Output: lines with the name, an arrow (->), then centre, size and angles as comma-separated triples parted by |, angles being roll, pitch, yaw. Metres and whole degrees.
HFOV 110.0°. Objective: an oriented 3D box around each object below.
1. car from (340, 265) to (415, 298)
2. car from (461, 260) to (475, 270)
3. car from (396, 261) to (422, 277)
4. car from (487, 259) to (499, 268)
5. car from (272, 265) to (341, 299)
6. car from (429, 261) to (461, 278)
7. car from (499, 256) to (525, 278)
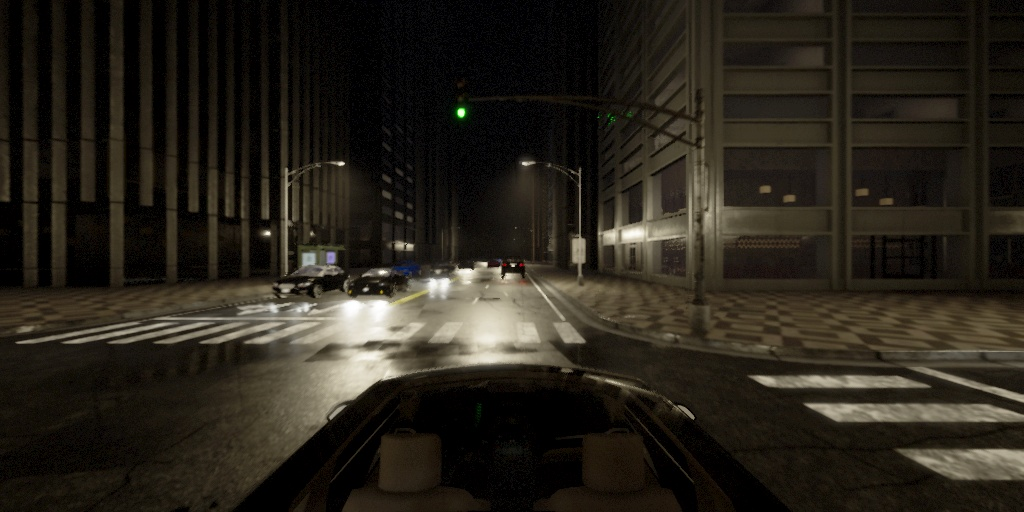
car -> -6.590, 1.315, 18.147 | 1.994, 1.385, 4.181 | 0, 0, 0
car -> -6.487, 1.327, 51.663 | 1.994, 1.385, 4.181 | 0, 0, 0
car -> -9.829, 1.231, 33.386 | 1.882, 1.535, 5.008 | 0, 0, 0
car -> -3.174, 1.332, 60.581 | 1.994, 1.385, 4.181 | 0, 0, 0
car -> -9.840, 1.242, 18.056 | 2.128, 1.511, 4.902 | 0, 0, 0
car -> -6.576, 1.244, 34.411 | 2.128, 1.511, 4.902 | 0, 0, 0
car -> 0.108, 0.974, 34.435 | 2.150, 2.045, 5.566 | 0, 0, 0
